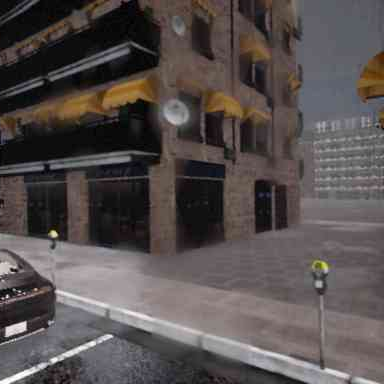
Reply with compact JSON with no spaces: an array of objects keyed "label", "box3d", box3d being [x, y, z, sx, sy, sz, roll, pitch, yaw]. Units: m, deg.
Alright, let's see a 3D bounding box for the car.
[{"label":"car","box3d":[-4.081,1.573,5.644,4.403,1.369,2.008,0,-1,36]}]
